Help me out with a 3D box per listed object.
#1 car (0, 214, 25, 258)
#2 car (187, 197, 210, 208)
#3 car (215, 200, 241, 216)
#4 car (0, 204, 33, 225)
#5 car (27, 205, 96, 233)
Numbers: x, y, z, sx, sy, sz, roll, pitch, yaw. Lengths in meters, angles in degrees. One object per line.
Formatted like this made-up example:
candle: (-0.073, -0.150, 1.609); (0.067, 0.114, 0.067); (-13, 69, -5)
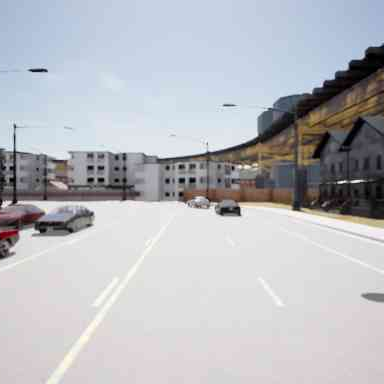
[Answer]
car: (-7.126, 1.568, 9.766); (1.895, 1.301, 4.718); (0, 0, 0)
car: (0.827, 1.347, 44.155); (1.812, 1.442, 4.674); (0, 0, -21)
car: (3.349, 1.435, 31.435); (1.994, 1.385, 4.181); (0, 0, -3)
car: (-10.562, 1.457, 20.353); (1.812, 1.442, 4.674); (0, 0, 0)
car: (-7.145, 1.476, 19.384); (2.033, 1.411, 5.357); (0, 0, 0)
